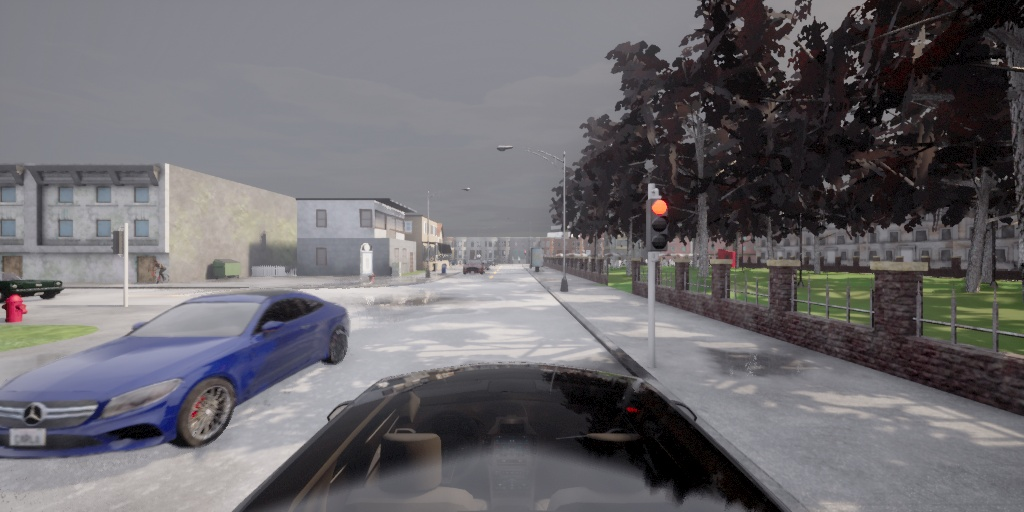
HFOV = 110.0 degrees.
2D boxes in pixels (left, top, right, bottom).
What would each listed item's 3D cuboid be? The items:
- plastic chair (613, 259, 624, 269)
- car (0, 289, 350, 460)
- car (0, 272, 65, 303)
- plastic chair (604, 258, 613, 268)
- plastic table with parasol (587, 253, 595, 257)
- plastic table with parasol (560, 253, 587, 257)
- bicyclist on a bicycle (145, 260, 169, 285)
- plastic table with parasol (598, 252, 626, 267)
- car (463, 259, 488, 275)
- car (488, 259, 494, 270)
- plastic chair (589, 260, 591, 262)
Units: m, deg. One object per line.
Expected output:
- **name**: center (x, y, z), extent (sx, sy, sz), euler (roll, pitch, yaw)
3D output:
- **plastic chair**: center (16.003, 1.296, 54.041), extent (0.750, 1.272, 0.730), euler (0, 0, -40)
- **car**: center (-4.101, 1.276, 5.363), extent (1.812, 1.442, 4.674), euler (0, 0, 0)
- **car**: center (-22.993, 1.351, 15.758), extent (4.718, 1.301, 1.895), euler (0, 0, 0)
- **plastic chair**: center (14.296, 1.306, 54.136), extent (0.730, 1.272, 0.750), euler (0, 0, -35)
- **plastic table with parasol**: center (14.644, 0.673, 63.252), extent (2.482, 2.480, 2.482), euler (0, 0, -42)
- **plastic table with parasol**: center (9.949, 0.684, 57.775), extent (2.482, 2.480, 2.482), euler (0, 0, -40)
- **bicyclist on a bicycle**: center (-23.871, 1.098, 24.156), extent (0.582, 1.620, 1.656), euler (0, 0, 0)
- **plastic table with parasol**: center (15.269, 0.694, 55.039), extent (2.482, 2.480, 2.482), euler (0, 0, -40)
- **car**: center (-4.115, 1.102, 39.543), extent (2.097, 1.767, 4.553), euler (0, 0, 0)
- **car**: center (-4.118, 1.298, 50.417), extent (2.033, 1.411, 5.357), euler (0, 0, 0)
- **plastic chair**: center (13.692, 1.304, 62.364), extent (0.730, 1.272, 0.750), euler (0, 0, -35)
